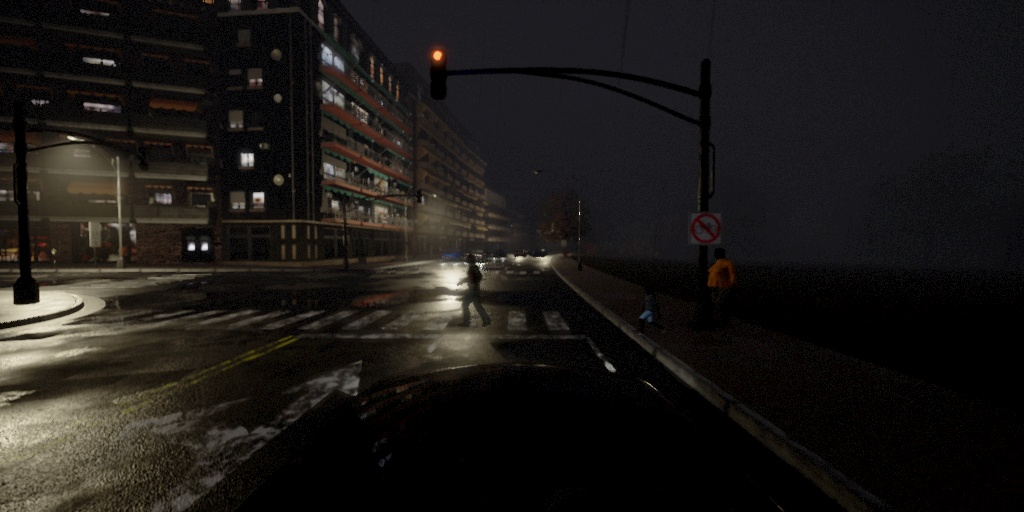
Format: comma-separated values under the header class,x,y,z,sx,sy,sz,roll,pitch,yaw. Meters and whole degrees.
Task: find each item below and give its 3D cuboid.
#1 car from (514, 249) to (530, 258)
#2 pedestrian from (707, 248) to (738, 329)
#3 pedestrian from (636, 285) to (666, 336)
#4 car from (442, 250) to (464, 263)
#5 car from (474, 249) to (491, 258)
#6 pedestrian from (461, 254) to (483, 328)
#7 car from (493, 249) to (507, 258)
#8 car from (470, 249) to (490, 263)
class,x,y,z,sx,sy,sz,roll,pitch,yaw
car,1.558,-0.417,65.409,2.033,1.411,5.357,0,1,9
pedestrian,4.763,0.703,8.142,0.375,1.860,0.375,0,2,1
pedestrian,2.929,0.719,7.567,0.375,1.860,0.375,0,2,1
car,-7.503,-0.005,46.127,1.882,1.535,5.008,0,2,6
car,-5.194,-0.466,64.258,1.882,1.535,5.008,0,1,9
pedestrian,-0.971,0.833,8.822,0.375,1.860,0.375,0,2,1
car,-2.017,-0.417,63.522,1.837,1.490,4.892,0,2,9
car,-4.286,0.058,45.639,1.812,1.442,4.674,0,2,6
